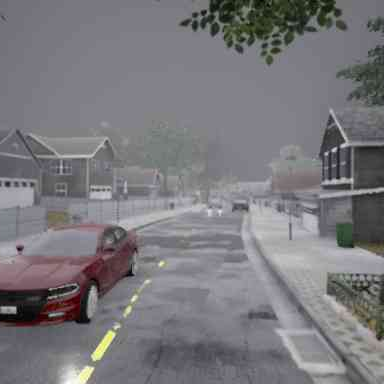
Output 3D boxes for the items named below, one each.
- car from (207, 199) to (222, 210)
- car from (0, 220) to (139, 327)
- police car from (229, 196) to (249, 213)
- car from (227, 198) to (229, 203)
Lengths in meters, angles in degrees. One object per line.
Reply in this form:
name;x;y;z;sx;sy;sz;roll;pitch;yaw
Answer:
car;3.410;1.754;48.234;1.812;1.442;4.674;0;-1;9
car;-2.521;1.452;7.366;1.882;1.535;5.008;0;0;4
police car;5.832;1.568;40.084;1.930;1.638;5.238;0;-1;10
car;9.243;1.987;73.542;1.837;1.490;4.892;0;-1;4
